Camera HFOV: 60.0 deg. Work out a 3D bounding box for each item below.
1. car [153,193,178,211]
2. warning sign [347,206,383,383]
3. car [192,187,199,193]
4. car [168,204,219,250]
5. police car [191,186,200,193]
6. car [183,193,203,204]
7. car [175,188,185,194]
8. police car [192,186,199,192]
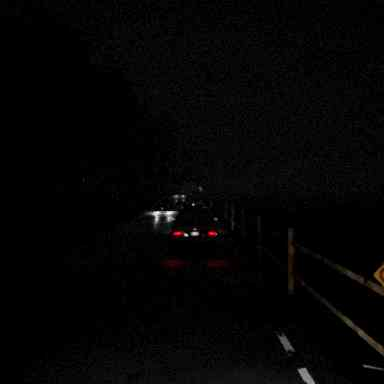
[{"bbox_3d":[-2.820,1.126,34.207,2.033,1.411,5.357,0,1,0],"label":"car"},{"bbox_3d":[2.456,1.101,3.342,1.300,1.860,1.060,0,0,0],"label":"warning sign"},{"bbox_3d":[0.904,-0.606,88.308,1.882,1.535,5.008,0,3,0],"label":"car"},{"bbox_3d":[0.109,1.456,13.889,2.033,1.411,5.357,0,1,0],"label":"car"},{"bbox_3d":[0.895,-0.257,78.423,1.930,1.638,5.238,0,2,0],"label":"police car"},{"bbox_3d":[0.129,1.142,34.253,1.994,1.385,4.181,0,1,0],"label":"car"},{"bbox_3d":[-2.682,-0.121,75.243,1.837,1.490,4.892,0,2,0],"label":"car"},{"bbox_3d":[0.910,-0.933,94.412,1.930,1.638,5.238,0,3,0],"label":"police car"}]
